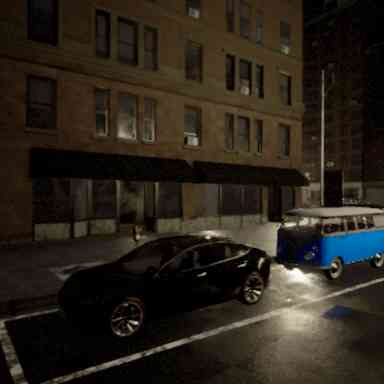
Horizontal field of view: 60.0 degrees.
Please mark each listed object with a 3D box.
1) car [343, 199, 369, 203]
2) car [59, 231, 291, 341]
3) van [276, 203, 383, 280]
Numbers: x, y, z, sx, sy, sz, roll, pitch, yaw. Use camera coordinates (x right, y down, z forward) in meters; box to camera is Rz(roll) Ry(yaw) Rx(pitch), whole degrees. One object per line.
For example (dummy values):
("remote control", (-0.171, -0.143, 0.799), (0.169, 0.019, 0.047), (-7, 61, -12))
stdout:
("car", (12.940, 1.490, 29.084), (1.895, 1.301, 4.718), (1, 0, -35))
("car", (-0.286, 1.573, 6.554), (4.313, 1.339, 1.947), (0, 0, -36))
("van", (4.179, 1.359, 9.736), (3.998, 1.788, 1.690), (0, 0, -36))
